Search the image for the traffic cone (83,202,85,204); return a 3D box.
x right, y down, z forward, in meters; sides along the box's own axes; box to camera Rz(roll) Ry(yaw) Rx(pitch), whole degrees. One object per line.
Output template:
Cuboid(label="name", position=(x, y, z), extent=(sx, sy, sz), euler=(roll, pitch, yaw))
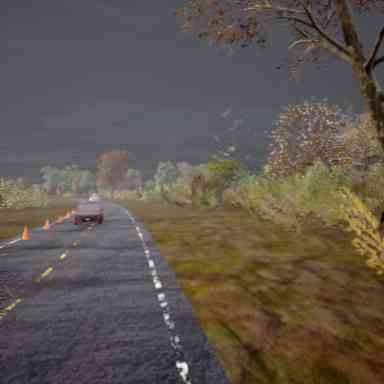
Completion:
Cuboid(label="traffic cone", position=(-16.687, 2.183, 50.547), extent=(0.340, 0.580, 0.340), euler=(-1, 0, -16))

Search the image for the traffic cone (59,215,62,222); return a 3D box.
Cuboid(label="traffic cone", position=(-10.494, 2.099, 26.470), extent=(0.340, 0.580, 0.340), euler=(-1, 0, -13))

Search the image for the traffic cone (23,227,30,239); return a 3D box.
Cuboid(label="traffic cone", position=(-8.360, 2.073, 16.756), extent=(0.340, 0.580, 0.340), euler=(-1, 0, -12))

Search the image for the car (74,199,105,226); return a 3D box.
Cuboid(label="car", position=(-7.579, 1.576, 24.797), extent=(1.882, 1.535, 5.008), euler=(-1, 0, -13))

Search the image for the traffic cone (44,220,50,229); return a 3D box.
Cuboid(label="traffic cone", position=(-9.403, 2.085, 21.619), extent=(0.340, 0.580, 0.340), euler=(-1, 0, -12))

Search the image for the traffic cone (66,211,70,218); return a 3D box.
Cuboid(label="traffic cone", position=(-11.635, 2.114, 31.310), extent=(0.340, 0.580, 0.340), euler=(-1, 0, -14))

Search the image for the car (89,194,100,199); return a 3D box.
Cuboid(label="car", position=(-23.149, 1.544, 79.102), extent=(2.150, 2.045, 5.566), euler=(-1, 0, -19))
